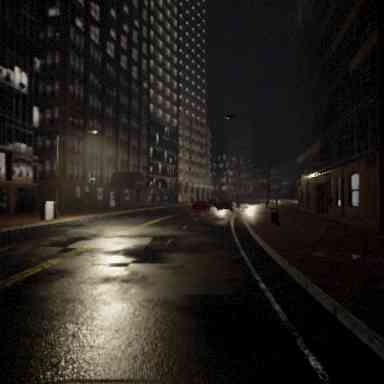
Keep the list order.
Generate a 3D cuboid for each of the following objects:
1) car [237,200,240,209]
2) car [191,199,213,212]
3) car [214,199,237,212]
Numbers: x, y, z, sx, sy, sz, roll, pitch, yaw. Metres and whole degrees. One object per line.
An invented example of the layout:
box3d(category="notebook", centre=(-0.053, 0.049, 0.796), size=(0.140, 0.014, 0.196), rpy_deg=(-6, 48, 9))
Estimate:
box3d(category="car", centre=(6.878, 1.950, 55.031), size=(1.812, 1.442, 4.674), rpy_deg=(0, 0, 15))
box3d(category="car", centre=(1.236, 1.839, 44.935), size=(1.882, 1.535, 5.008), rpy_deg=(0, 0, 12))
box3d(category="car", centre=(4.605, 1.837, 45.195), size=(1.882, 1.535, 5.008), rpy_deg=(0, 0, 12))
